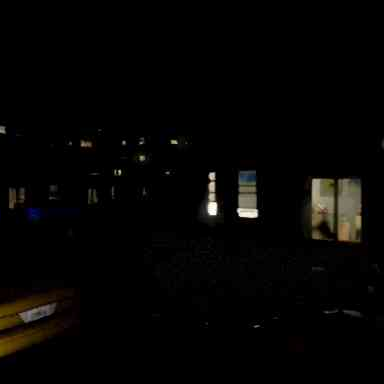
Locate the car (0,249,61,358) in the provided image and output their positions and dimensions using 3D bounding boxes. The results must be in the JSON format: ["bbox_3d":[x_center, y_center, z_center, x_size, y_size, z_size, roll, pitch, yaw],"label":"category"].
[{"bbox_3d":[-3.843,1.522,5.637,4.829,1.417,1.752,0,0,36],"label":"car"}]

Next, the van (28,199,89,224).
[{"bbox_3d":[-10.088,1.399,24.867,1.690,1.788,3.998,0,0,35],"label":"van"}]

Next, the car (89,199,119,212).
[{"bbox_3d":[-10.641,1.550,38.598,1.752,1.417,4.829,0,0,35],"label":"car"}]

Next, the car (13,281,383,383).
[{"bbox_3d":[0.922,1.545,2.213,4.507,1.381,1.887,0,0,36],"label":"car"}]

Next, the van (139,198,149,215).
[{"bbox_3d":[-3.711,1.429,33.884,1.690,1.788,3.998,0,0,35],"label":"van"}]
